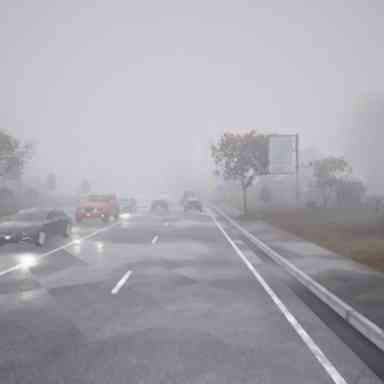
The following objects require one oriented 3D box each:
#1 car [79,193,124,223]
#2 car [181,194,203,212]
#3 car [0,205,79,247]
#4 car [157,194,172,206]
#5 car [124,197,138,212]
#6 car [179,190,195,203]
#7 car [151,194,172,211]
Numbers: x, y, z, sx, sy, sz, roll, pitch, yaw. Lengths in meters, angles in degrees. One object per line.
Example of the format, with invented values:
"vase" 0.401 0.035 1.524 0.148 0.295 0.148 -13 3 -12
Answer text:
"car" -6.984 1.150 25.196 2.150 2.045 5.566 0 1 0
"car" 0.088 1.298 35.642 1.837 1.490 4.892 0 1 -1
"car" -7.030 1.492 15.125 1.837 1.490 4.892 0 0 0
"car" -3.974 1.077 47.875 1.812 1.442 4.674 0 1 -8
"car" -6.985 1.290 35.340 2.128 1.511 4.902 0 1 0
"car" -0.631 0.744 49.608 2.150 2.045 5.566 0 1 -7
"car" -3.492 1.275 36.999 1.837 1.490 4.892 0 1 0
